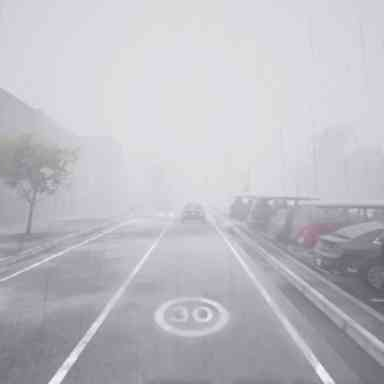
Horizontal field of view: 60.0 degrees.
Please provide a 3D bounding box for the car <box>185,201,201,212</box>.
[{"bbox_3d":[0.099,1.837,42.940,1.994,1.385,4.181,0,-1,0],"label":"car"}]

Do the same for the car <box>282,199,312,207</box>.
[{"bbox_3d":[18.697,1.962,59.202,4.674,1.452,2.002,0,-1,0],"label":"car"}]

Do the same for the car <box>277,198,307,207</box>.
[{"bbox_3d":[18.707,1.959,62.350,5.008,1.535,2.097,0,-1,0],"label":"car"}]

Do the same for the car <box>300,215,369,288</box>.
[{"bbox_3d":[5.593,1.487,8.344,4.892,1.521,2.231,0,0,0],"label":"car"}]

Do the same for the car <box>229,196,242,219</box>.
[{"bbox_3d":[5.624,1.298,25.164,5.566,2.045,2.435,0,0,0],"label":"car"}]

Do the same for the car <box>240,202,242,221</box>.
[{"bbox_3d":[5.600,1.518,19.558,4.892,1.521,2.231,0,0,0],"label":"car"}]

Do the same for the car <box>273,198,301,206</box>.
[{"bbox_3d":[18.698,1.999,65.624,4.892,1.521,2.231,0,-1,0],"label":"car"}]

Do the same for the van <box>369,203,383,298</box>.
[{"bbox_3d":[5.718,1.254,5.542,4.442,1.987,1.878,0,0,0],"label":"van"}]

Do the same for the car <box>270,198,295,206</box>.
[{"bbox_3d":[18.703,2.076,68.899,4.674,1.452,2.002,0,-1,0],"label":"car"}]

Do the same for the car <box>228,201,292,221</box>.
[{"bbox_3d":[5.591,1.572,27.963,4.892,1.521,2.231,0,0,0],"label":"car"}]

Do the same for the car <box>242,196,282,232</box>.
[{"bbox_3d":[5.622,1.256,16.754,5.566,2.045,2.435,0,0,0],"label":"car"}]

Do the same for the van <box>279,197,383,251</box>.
[{"bbox_3d":[5.481,1.266,11.149,4.442,1.987,1.878,0,0,0],"label":"van"}]

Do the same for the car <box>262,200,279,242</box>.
[{"bbox_3d":[5.563,1.372,13.953,4.553,1.767,2.185,0,0,0],"label":"car"}]

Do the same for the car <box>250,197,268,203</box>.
[{"bbox_3d":[18.754,2.197,93.235,4.553,1.767,2.185,0,-1,0],"label":"car"}]

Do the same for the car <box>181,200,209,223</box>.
[{"bbox_3d":[0.100,1.628,26.299,2.033,1.411,5.357,0,-1,0],"label":"car"}]

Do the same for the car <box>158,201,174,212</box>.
[{"bbox_3d":[-3.343,1.881,43.548,1.895,1.301,4.718,0,-1,0],"label":"car"}]
